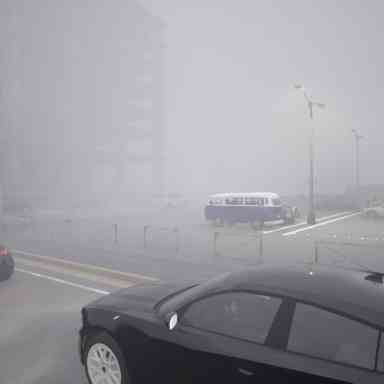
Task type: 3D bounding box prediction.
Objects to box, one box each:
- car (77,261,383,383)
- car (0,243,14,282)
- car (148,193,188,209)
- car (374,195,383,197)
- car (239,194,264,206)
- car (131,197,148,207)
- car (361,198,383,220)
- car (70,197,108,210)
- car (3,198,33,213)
[{"bbox_3d":[0.900,1.478,3.353,5.008,1.535,1.882,0,0,36],"label":"car"},{"bbox_3d":[-6.422,1.564,8.561,4.181,1.385,1.994,0,0,36],"label":"car"},{"bbox_3d":[-2.747,1.166,43.565,2.150,2.045,5.566,0,0,35],"label":"car"},{"bbox_3d":[17.981,1.153,29.262,4.605,1.855,1.932,0,0,36],"label":"car"},{"bbox_3d":[11.455,1.545,63.559,1.895,1.301,4.718,0,0,35],"label":"car"},{"bbox_3d":[-6.719,1.492,50.388,2.033,1.411,5.357,0,0,36],"label":"car"},{"bbox_3d":[14.757,1.395,24.709,3.806,1.475,1.970,0,0,36],"label":"car"},{"bbox_3d":[-12.882,1.422,41.730,1.882,1.535,5.008,0,0,35],"label":"car"},{"bbox_3d":[-18.723,1.422,33.525,1.882,1.535,5.008,0,0,35],"label":"car"}]
